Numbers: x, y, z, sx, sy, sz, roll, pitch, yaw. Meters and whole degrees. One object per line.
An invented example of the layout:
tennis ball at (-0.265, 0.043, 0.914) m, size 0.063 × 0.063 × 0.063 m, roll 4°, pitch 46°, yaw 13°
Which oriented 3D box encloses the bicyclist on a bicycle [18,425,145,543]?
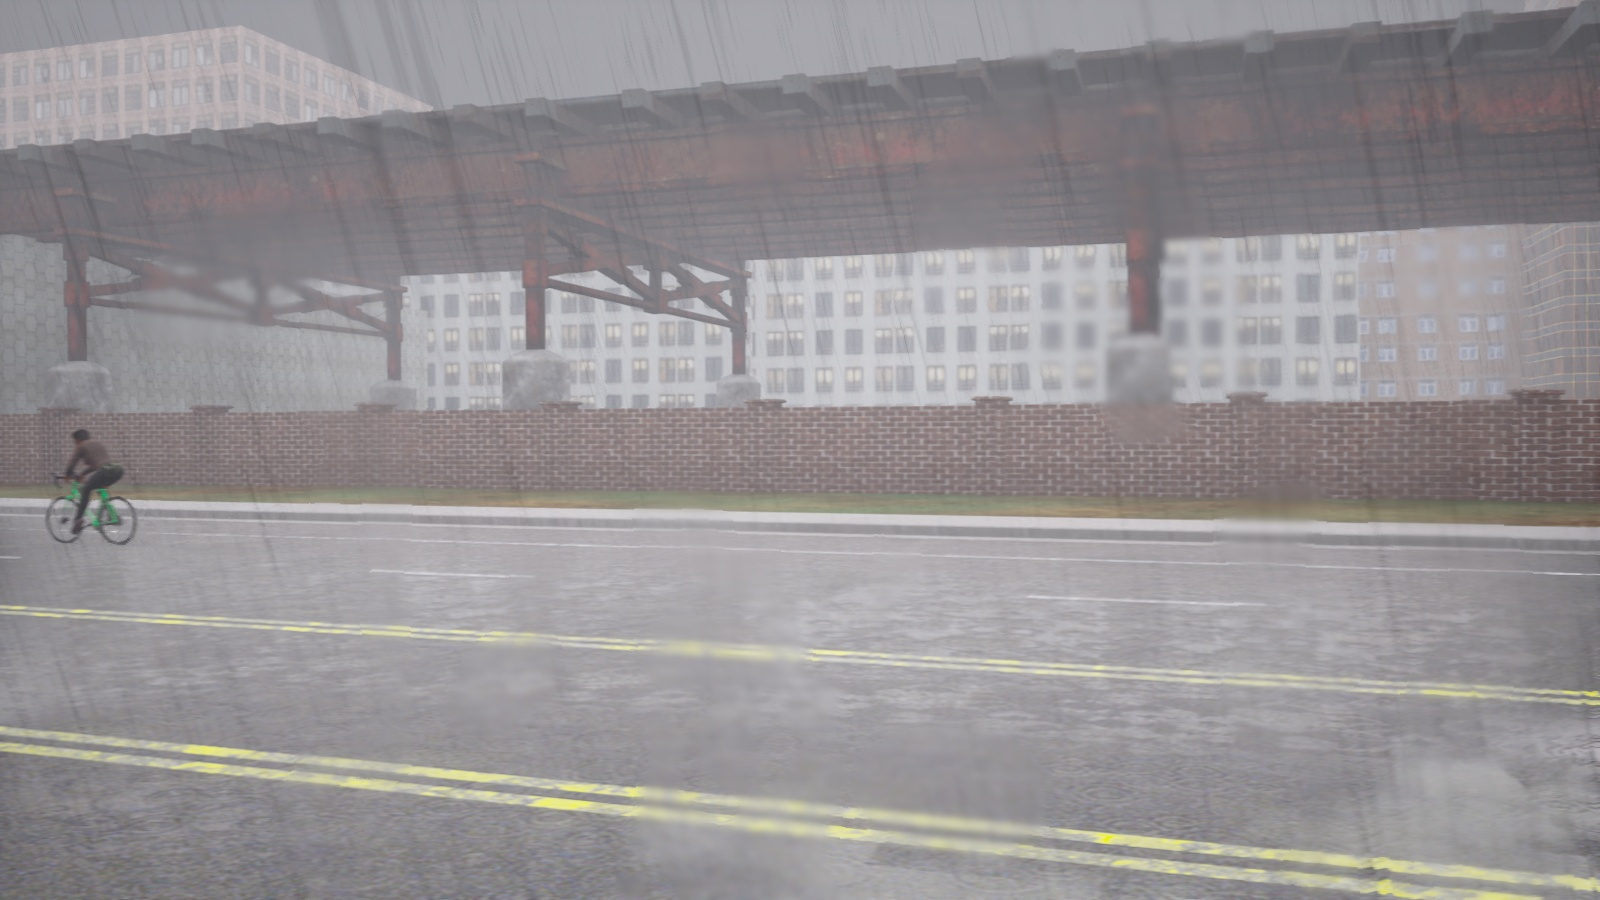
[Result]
bicyclist on a bicycle at (-10.096, 0.458, 17.653) m, size 1.656 × 1.620 × 0.582 m, roll 0°, pitch 1°, yaw 19°
